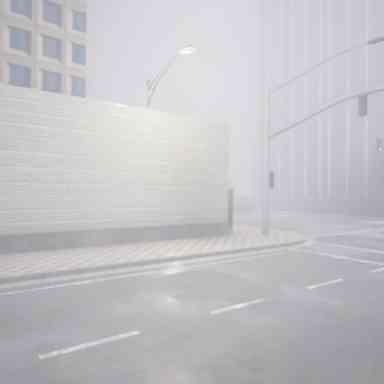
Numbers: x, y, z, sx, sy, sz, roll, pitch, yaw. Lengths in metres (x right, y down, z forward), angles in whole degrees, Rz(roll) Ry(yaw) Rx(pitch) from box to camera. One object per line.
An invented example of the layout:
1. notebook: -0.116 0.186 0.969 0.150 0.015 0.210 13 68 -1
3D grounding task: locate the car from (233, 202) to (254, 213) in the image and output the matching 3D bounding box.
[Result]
1. car: 5.896 1.944 42.461 1.994 1.385 4.181 1 -1 -36
